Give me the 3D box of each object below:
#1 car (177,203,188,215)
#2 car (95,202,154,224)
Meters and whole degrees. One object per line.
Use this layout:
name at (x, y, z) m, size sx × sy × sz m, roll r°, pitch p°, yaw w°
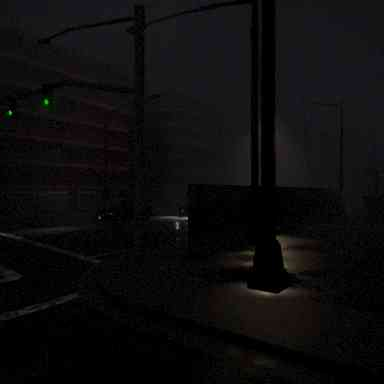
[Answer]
car at (0.527, 1.505, 32.516) m, size 1.837 × 1.490 × 4.892 m, roll 0°, pitch 0°, yaw 35°
car at (-4.911, 1.491, 24.772) m, size 2.128 × 1.511 × 4.902 m, roll 0°, pitch 0°, yaw 35°
